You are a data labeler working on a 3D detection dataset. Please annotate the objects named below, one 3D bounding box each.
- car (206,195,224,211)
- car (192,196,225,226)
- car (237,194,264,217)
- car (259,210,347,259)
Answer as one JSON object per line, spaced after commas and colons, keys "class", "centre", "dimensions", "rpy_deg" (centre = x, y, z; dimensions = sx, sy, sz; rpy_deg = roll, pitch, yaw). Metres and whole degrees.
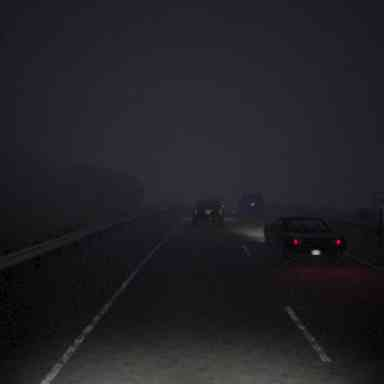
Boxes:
{"class": "car", "centre": [2.829, 1.279, 41.096], "dimensions": [2.097, 1.767, 4.553], "rpy_deg": [0, 0, 3]}
{"class": "car", "centre": [1.194, 1.310, 23.088], "dimensions": [2.097, 1.767, 4.553], "rpy_deg": [0, 0, 5]}
{"class": "car", "centre": [5.496, 1.170, 31.248], "dimensions": [2.150, 2.045, 5.566], "rpy_deg": [0, 0, 6]}
{"class": "car", "centre": [3.965, 1.582, 12.565], "dimensions": [1.895, 1.301, 4.718], "rpy_deg": [0, 0, 3]}
